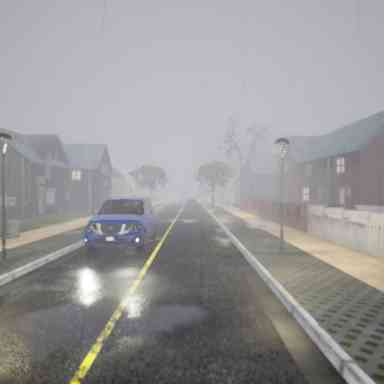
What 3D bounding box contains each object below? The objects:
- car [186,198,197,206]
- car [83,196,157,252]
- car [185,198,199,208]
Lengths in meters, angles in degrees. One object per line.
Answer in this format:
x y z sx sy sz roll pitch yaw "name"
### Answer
-0.010 1.738 60.175 1.895 1.301 4.718 0 0 0 "car"
-2.807 1.220 14.259 2.150 2.045 5.566 0 1 1 "car"
-0.008 1.659 50.135 1.994 1.385 4.181 0 0 0 "car"
